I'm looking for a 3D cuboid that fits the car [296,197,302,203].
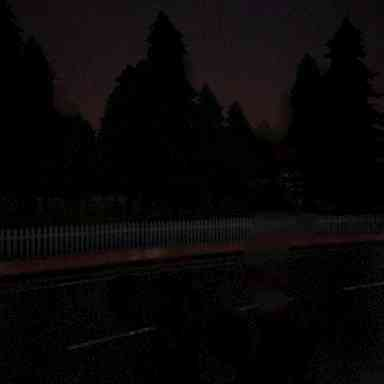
[{"bbox_3d":[20.850,1.478,62.012,2.128,1.511,4.902,0,0,-3],"label":"car"}]
